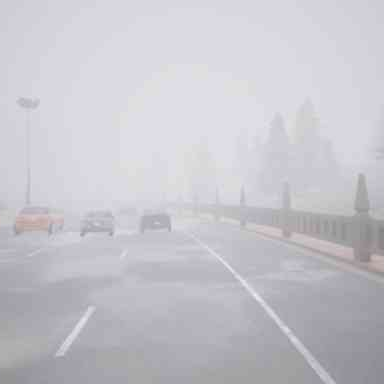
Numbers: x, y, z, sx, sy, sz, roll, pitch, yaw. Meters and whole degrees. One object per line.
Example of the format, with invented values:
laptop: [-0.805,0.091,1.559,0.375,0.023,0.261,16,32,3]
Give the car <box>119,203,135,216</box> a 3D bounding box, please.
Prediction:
car: [-7.811,2.015,39.258,1.812,1.442,4.674,0,-1,-21]

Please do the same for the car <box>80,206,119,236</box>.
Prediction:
car: [-5.694,1.808,20.381,2.033,1.411,5.357,0,-1,-12]

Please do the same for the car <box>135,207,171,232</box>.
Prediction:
car: [-2.586,1.750,22.238,1.882,1.535,5.008,0,-1,-12]

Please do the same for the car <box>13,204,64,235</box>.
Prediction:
car: [-9.459,1.629,20.885,2.097,1.767,4.553,0,-1,-12]
